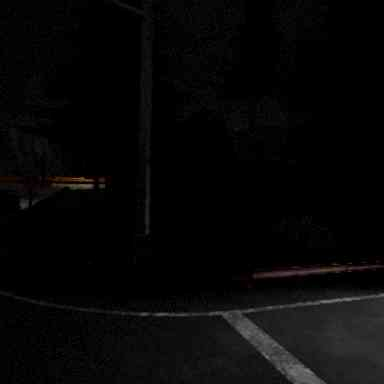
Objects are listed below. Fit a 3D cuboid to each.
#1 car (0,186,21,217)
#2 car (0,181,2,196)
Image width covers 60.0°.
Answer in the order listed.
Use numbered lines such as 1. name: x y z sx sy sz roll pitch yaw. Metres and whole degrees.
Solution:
1. car: -10.181 0.486 17.142 1.895 1.301 4.718 1 3 -18
2. car: -17.258 -0.190 27.355 1.895 1.301 4.718 1 3 -17
